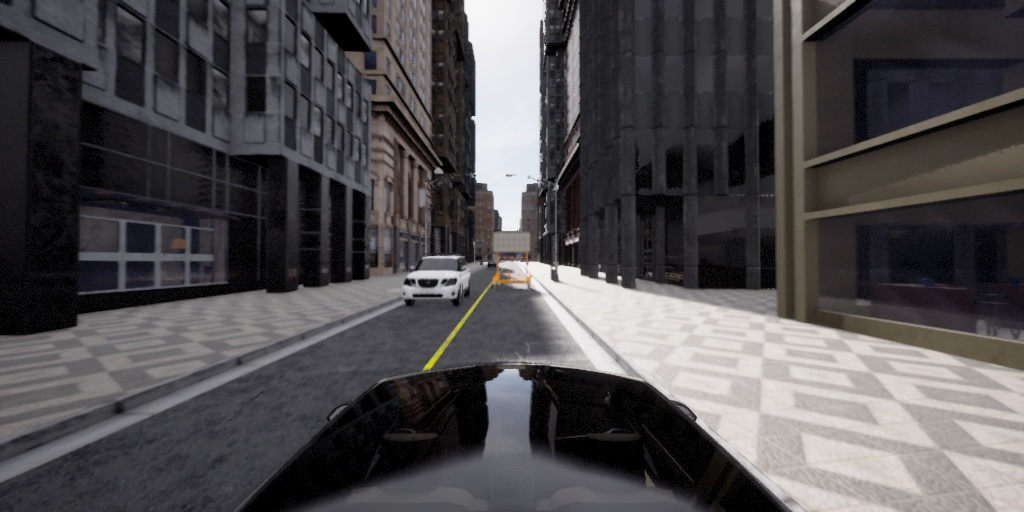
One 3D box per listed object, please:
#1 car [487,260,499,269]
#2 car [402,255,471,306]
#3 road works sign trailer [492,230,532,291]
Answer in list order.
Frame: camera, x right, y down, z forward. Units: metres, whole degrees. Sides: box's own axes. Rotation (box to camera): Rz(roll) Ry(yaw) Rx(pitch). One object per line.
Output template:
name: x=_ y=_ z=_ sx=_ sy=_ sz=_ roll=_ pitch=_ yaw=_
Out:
car: x=-3.053 y=1.374 z=58.137 sx=1.895 sy=1.301 sz=4.718 roll=0 pitch=0 yaw=1
car: x=-3.103 y=0.966 z=15.921 sx=2.150 sy=2.045 sz=5.566 roll=0 pitch=0 yaw=0
road works sign trailer: x=-0.003 y=0.208 z=22.067 sx=2.380 sy=3.560 sz=2.880 roll=0 pitch=0 yaw=0
